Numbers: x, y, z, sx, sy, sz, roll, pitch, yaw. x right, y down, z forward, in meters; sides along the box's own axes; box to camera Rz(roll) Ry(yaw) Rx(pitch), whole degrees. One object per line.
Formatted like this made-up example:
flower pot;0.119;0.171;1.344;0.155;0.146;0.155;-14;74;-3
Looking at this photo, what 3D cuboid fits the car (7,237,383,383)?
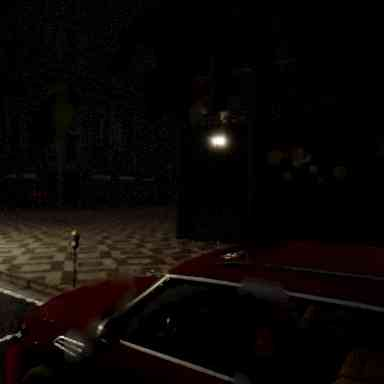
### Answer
car;0.650;1.313;2.516;5.009;1.841;2.192;0;1;36
